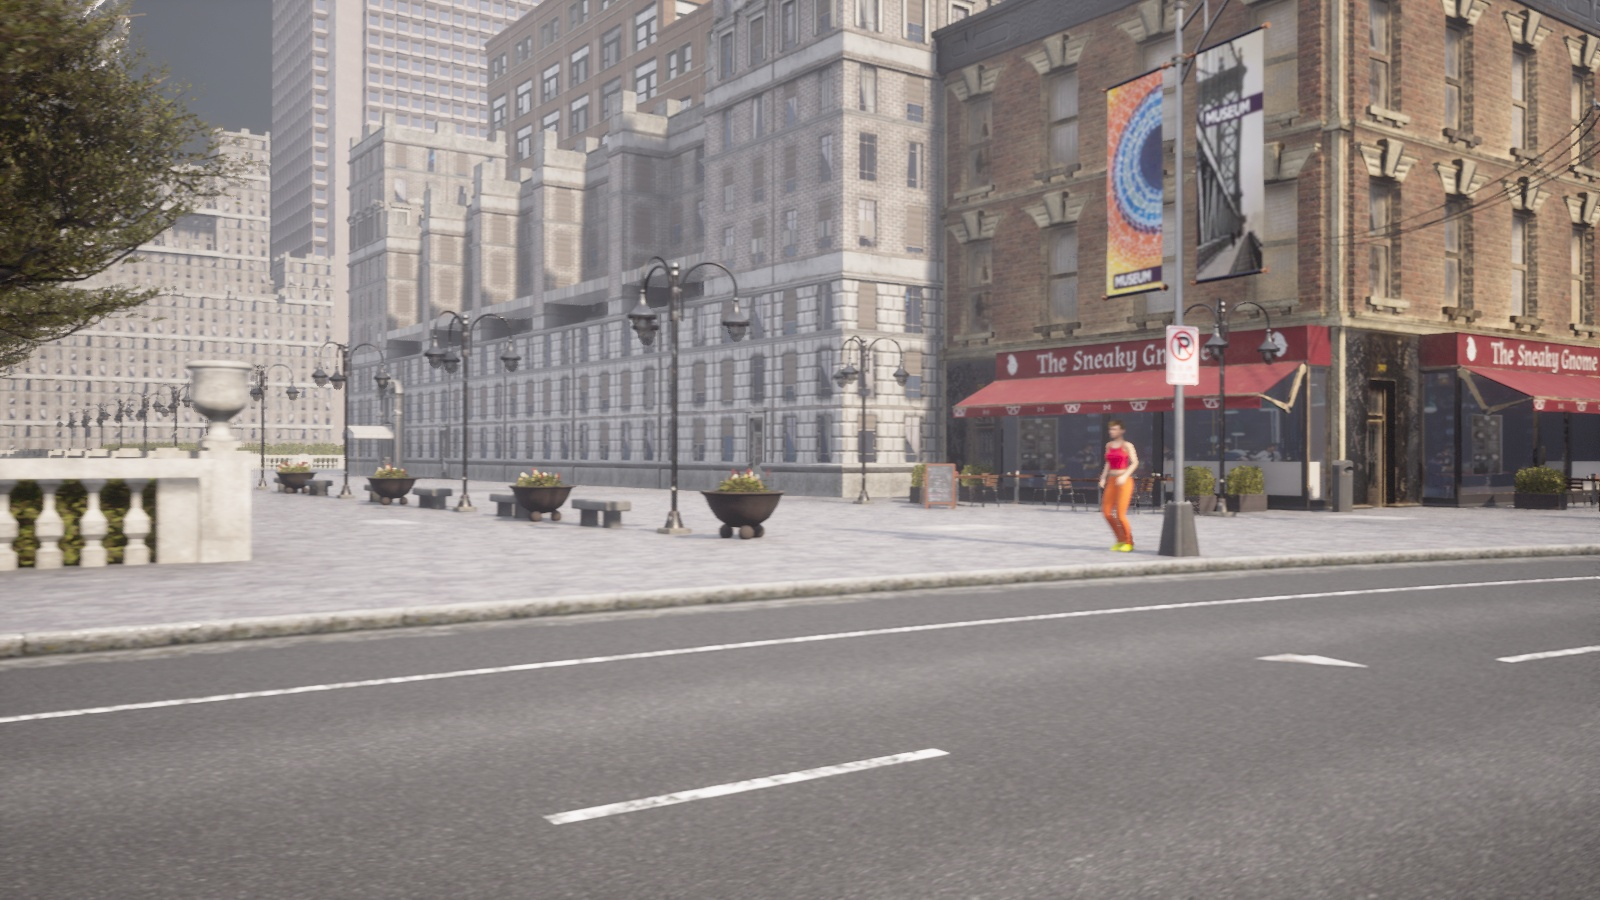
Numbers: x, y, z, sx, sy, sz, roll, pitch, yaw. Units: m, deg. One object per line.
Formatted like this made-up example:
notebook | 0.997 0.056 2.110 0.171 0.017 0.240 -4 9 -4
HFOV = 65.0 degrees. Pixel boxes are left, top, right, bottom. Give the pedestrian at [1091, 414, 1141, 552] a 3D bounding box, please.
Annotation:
pedestrian | 4.287 0.434 17.024 0.594 1.836 0.345 0 0 -32
